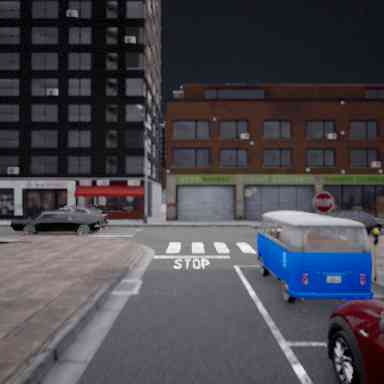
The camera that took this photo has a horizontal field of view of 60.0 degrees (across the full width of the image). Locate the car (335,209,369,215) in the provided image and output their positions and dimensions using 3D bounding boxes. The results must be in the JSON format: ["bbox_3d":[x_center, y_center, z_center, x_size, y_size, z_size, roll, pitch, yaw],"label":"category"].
[{"bbox_3d":[8.575,1.664,18.275,5.357,1.411,2.033,0,-1,-2],"label":"car"}]

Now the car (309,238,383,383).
[{"bbox_3d":[2.642,1.462,2.566,1.967,1.590,4.097,0,0,0],"label":"car"}]

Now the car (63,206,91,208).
[{"bbox_3d":[-7.830,1.659,21.467,4.902,1.511,2.128,0,-1,0],"label":"car"}]

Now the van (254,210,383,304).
[{"bbox_3d":[2.641,1.407,8.041,1.690,1.788,3.998,0,0,0],"label":"van"}]

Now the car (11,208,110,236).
[{"bbox_3d":[-7.268,1.728,18.513,4.718,1.301,1.895,0,-1,0],"label":"car"}]
